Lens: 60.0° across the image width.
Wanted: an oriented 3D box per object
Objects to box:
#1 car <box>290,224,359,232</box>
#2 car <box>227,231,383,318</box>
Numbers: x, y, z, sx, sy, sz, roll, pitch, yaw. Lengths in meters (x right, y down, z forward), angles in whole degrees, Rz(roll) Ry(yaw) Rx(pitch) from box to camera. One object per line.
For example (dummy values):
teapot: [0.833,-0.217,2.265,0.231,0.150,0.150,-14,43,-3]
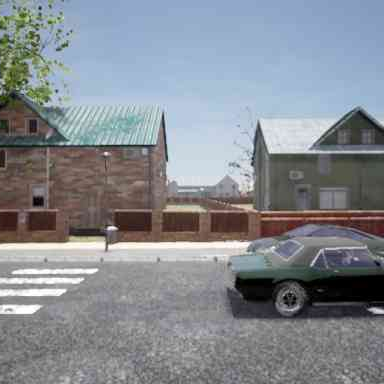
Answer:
car: [3.713,1.645,9.811,4.181,1.385,1.994,-1,-2,1]
car: [3.144,1.619,6.865,4.718,1.301,1.895,-1,-1,1]
